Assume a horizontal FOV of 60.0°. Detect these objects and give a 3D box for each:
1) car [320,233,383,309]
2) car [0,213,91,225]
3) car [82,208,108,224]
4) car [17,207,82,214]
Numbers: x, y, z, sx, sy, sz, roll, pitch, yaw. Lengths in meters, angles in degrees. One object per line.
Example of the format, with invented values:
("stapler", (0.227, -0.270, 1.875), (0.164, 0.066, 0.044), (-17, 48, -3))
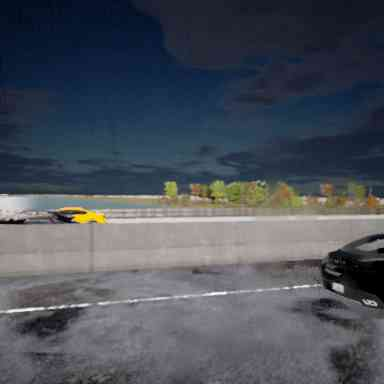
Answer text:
("car", (5.160, 1.633, 7.152), (4.892, 1.490, 1.837), (1, -1, -16))
("car", (-7.062, 1.790, 14.692), (4.718, 1.301, 1.895), (0, -1, -17))
("car", (-8.094, 1.765, 21.689), (5.008, 1.535, 1.882), (0, -1, -17))
("car", (-8.673, 1.721, 17.862), (4.902, 1.511, 2.128), (1, -1, -17))
